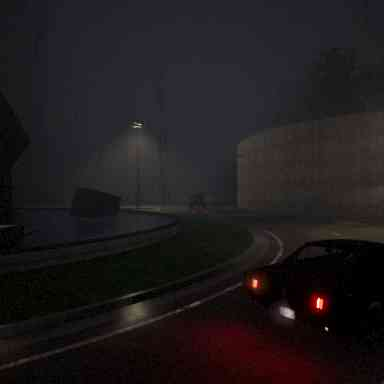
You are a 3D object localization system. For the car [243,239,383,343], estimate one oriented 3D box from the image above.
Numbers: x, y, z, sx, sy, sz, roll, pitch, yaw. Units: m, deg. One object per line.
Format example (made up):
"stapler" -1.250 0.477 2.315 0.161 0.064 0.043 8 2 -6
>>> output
"car" 3.317 1.601 6.466 4.718 1.301 1.895 0 0 -35

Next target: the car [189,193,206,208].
"car" 0.811 1.221 46.948 2.150 2.045 5.566 0 0 0
